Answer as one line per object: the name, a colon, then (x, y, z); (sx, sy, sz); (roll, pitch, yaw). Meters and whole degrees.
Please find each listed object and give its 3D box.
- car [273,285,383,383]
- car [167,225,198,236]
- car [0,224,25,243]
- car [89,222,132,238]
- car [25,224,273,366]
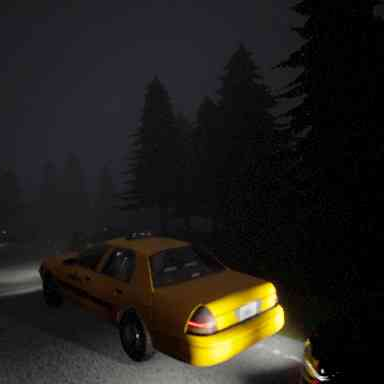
car: (3.239, 1.514, 2.182); (4.892, 1.490, 1.837); (1, 0, 36)
car: (-1.269, 5.483, 47.447); (1.882, 1.535, 5.008); (-5, -8, 33)
car: (-12.537, 2.847, 22.955); (1.895, 1.301, 4.718); (-4, -5, -3)
car: (-8.326, 4.006, 34.605); (2.033, 1.411, 5.357); (-4, -8, 14)
car: (-1.074, 1.439, 5.941); (1.801, 1.575, 5.366); (-1, 1, -44)
